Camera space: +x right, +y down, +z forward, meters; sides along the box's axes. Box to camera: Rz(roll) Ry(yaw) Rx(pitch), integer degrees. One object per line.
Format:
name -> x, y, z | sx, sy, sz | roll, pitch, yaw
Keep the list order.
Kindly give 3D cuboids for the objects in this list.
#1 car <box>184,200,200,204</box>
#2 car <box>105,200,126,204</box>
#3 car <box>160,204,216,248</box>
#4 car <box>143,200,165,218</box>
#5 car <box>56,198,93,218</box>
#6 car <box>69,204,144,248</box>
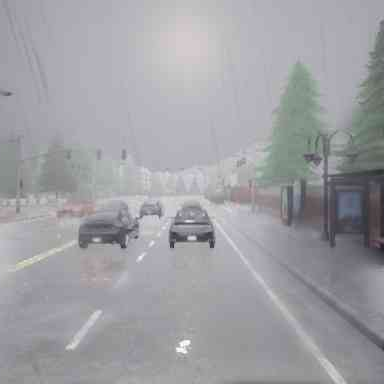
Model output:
car -> 0.000, 1.515, 29.650 | 1.837, 1.490, 4.892 | 0, 0, 0
car -> -7.000, 1.510, 30.120 | 1.882, 1.535, 5.008 | 0, 0, 0
car -> 0.000, 1.493, 14.650 | 2.128, 1.511, 4.902 | 0, 0, 0
car -> -3.500, 1.493, 29.650 | 2.128, 1.511, 4.902 | 0, 0, 0
car -> -10.500, 1.402, 30.150 | 2.097, 1.767, 4.553 | 0, 0, 0
car -> -3.500, 1.514, 14.650 | 1.837, 1.490, 4.892 | 0, 0, 0
